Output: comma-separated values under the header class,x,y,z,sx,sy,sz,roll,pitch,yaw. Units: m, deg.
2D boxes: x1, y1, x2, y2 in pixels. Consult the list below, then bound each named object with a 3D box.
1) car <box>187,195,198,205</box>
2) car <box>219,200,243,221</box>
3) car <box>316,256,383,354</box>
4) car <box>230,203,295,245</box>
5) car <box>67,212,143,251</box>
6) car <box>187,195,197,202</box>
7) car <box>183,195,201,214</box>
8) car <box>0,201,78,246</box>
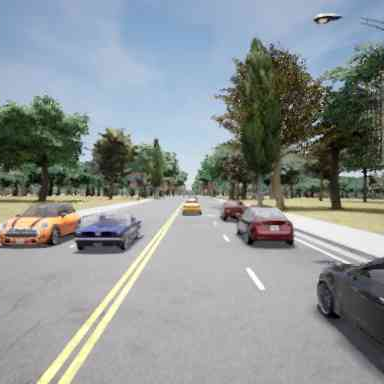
class,x,y,z,sx,sy,sz,roll,pitch,yaw
car,0.096,1.365,57.325,1.882,1.535,5.008,0,0,0
car,3.249,1.401,26.387,1.882,1.535,5.008,0,0,0
car,3.250,1.516,4.385,1.812,1.442,4.674,0,0,0
car,3.250,1.460,15.416,2.163,1.488,4.792,0,0,0
car,-3.351,1.561,14.071,1.895,1.301,4.718,0,0,0
car,-0.003,1.437,74.100,2.033,1.411,5.357,0,0,0
car,-0.013,1.362,34.151,1.801,1.575,5.366,0,0,0
car,-6.602,1.309,15.036,2.097,1.767,4.553,0,0,0
